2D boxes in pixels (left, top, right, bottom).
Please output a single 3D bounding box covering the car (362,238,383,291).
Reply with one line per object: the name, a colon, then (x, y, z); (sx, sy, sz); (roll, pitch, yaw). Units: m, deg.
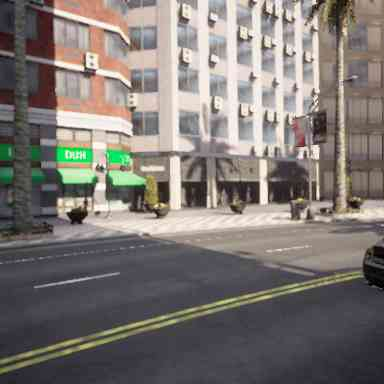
car: (5.711, 1.319, 6.881); (4.892, 1.490, 1.837); (-1, 1, -26)
